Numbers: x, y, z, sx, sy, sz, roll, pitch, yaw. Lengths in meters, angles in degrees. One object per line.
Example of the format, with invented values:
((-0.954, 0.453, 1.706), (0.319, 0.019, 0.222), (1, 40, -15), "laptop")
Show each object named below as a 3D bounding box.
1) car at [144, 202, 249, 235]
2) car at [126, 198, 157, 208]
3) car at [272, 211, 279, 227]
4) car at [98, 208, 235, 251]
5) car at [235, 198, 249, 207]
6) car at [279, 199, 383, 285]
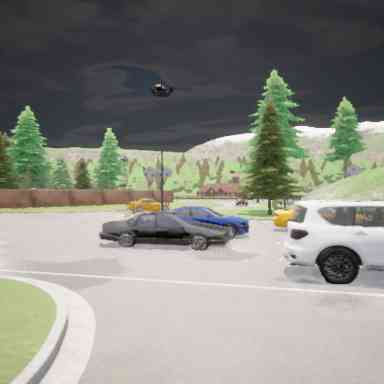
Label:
((0.377, 1.478, 17.025), (5.008, 1.535, 1.882), (0, 0, 14), "car")
((-4.930, 1.478, 37.300), (5.008, 1.535, 1.882), (0, 0, -32), "car")
((7.164, 1.479, 18.986), (5.008, 1.535, 1.882), (0, 0, 14), "car")
((-1.124, 1.548, 13.787), (5.357, 1.411, 2.033), (0, 0, 14), "car")
((8.156, 1.603, 54.013), (1.895, 1.301, 4.718), (0, 0, 12), "car")
((5.247, 1.224, 8.647), (5.566, 2.045, 2.150), (0, 0, 14), "car")
